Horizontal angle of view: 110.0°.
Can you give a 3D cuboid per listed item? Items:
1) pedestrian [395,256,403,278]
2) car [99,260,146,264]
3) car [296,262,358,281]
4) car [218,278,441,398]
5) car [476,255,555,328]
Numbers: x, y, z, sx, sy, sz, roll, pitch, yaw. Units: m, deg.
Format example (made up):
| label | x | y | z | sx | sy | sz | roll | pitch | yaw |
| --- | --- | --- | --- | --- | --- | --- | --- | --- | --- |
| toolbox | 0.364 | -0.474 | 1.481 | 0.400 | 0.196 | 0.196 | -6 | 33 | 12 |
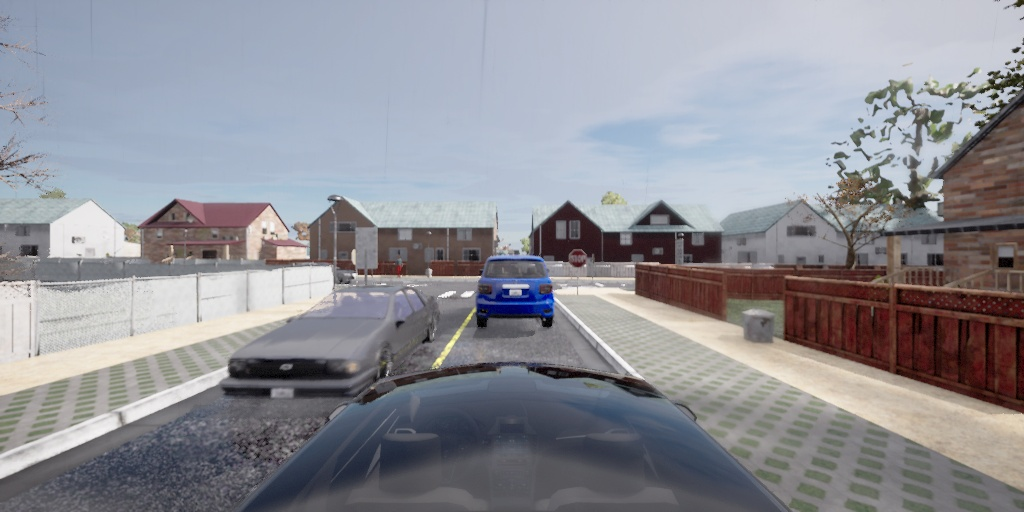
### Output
| label | x | y | z | sx | sy | sz | roll | pitch | yaw |
| --- | --- | --- | --- | --- | --- | --- | --- | --- | --- |
| pedestrian | -9.427 | 0.872 | 29.894 | 0.375 | 1.860 | 0.375 | 0 | -1 | 1 |
| car | -26.153 | 1.048 | 24.361 | 4.902 | 1.511 | 2.128 | 0 | 0 | 1 |
| car | -12.914 | 1.182 | 24.100 | 4.902 | 1.511 | 2.128 | 1 | 0 | 1 |
| car | -2.773 | 1.310 | 7.083 | 2.033 | 1.411 | 5.357 | 0 | 0 | 1 |
| car | 0.077 | 0.998 | 11.696 | 2.150 | 2.045 | 5.566 | 0 | 0 | 0 |
